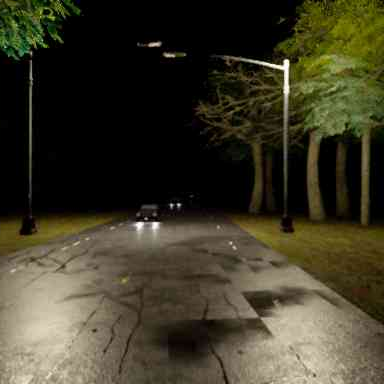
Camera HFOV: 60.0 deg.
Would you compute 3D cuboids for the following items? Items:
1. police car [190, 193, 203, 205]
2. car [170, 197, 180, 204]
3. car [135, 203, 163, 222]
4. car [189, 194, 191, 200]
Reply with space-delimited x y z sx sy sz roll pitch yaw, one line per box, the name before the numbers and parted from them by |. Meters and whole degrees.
police car | 1.121 1.606 64.031 1.930 1.638 5.238 0 0 0
car | -3.433 1.723 68.526 1.812 1.442 4.674 0 0 0
car | -3.566 1.693 28.571 2.033 1.411 5.357 0 0 0
car | 1.086 1.367 79.959 2.150 2.045 5.566 0 0 0
